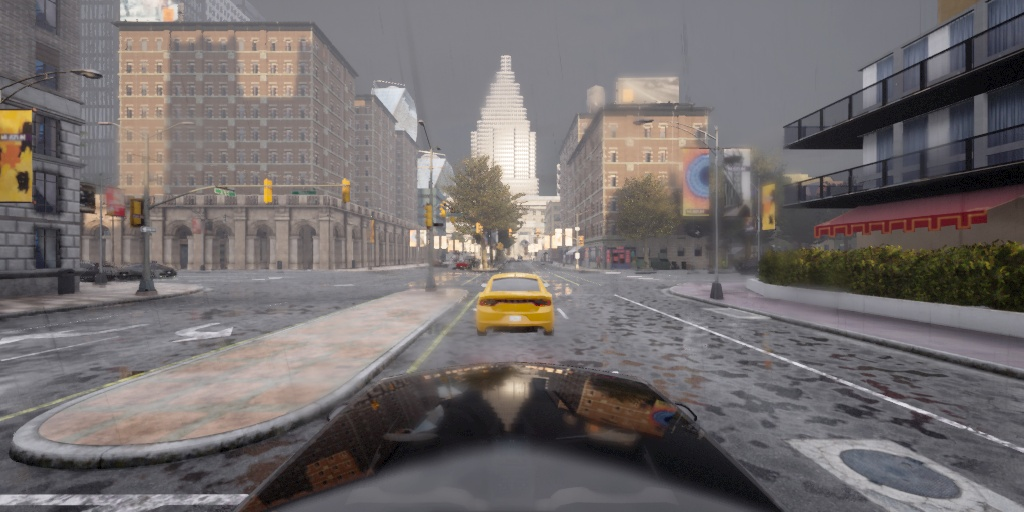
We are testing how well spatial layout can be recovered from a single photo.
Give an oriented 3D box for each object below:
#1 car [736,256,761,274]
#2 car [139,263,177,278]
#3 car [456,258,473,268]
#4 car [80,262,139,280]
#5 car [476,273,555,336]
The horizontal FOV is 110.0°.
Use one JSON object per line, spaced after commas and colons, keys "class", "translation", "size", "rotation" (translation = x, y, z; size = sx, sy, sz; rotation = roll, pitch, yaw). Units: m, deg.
{"class": "car", "translation": [27.978, 0.971, 39.779], "size": [5.566, 2.045, 2.150], "rotation": [0, 0, -2]}
{"class": "car", "translation": [-32.999, 1.313, 32.418], "size": [4.181, 1.385, 1.994], "rotation": [0, 0, 0]}
{"class": "car", "translation": [-8.001, 1.351, 59.154], "size": [1.895, 1.301, 4.718], "rotation": [0, 0, 0]}
{"class": "car", "translation": [-33.711, 1.252, 28.916], "size": [4.892, 1.490, 1.837], "rotation": [1, 0, 0]}
{"class": "car", "translation": [0.092, 1.228, 10.414], "size": [1.882, 1.535, 5.008], "rotation": [0, 0, 0]}
